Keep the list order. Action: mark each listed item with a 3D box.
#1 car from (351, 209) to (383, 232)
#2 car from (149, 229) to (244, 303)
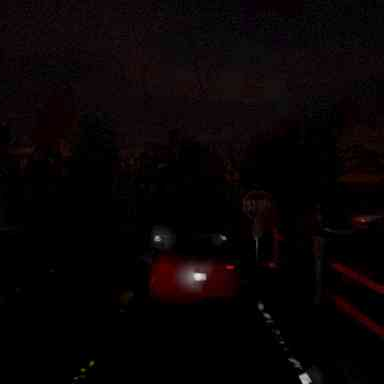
[{"bbox_3d":[13.039,1.840,22.112,4.674,1.442,1.812,1,0,-1],"label":"car"},{"bbox_3d":[-0.012,1.622,8.423,1.994,1.385,4.181,0,0,-3],"label":"car"}]
